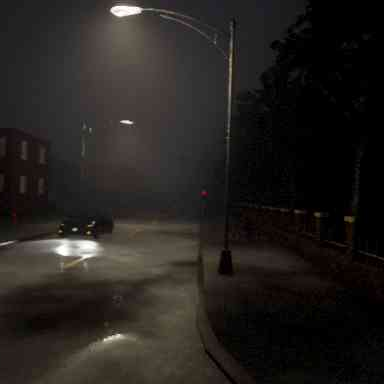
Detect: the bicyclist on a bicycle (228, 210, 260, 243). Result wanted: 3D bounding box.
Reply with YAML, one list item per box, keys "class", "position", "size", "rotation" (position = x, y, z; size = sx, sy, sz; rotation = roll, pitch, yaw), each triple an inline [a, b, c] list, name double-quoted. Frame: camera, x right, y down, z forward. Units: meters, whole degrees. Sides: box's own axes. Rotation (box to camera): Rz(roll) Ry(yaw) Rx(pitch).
- class: "bicyclist on a bicycle"
  position: [2.610, 1.748, 16.688]
  size: [1.656, 1.620, 0.582]
  rotation: [2, -1, 1]

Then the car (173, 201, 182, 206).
- class: "car"
  position: [-3.874, 3.236, 89.783]
  size: [1.994, 1.385, 4.181]
  rotation: [2, -1, 1]

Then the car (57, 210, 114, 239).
- class: "car"
  position: [-5.736, 1.705, 18.410]
  size: [1.994, 1.385, 4.181]
  rotation: [2, -1, 2]
